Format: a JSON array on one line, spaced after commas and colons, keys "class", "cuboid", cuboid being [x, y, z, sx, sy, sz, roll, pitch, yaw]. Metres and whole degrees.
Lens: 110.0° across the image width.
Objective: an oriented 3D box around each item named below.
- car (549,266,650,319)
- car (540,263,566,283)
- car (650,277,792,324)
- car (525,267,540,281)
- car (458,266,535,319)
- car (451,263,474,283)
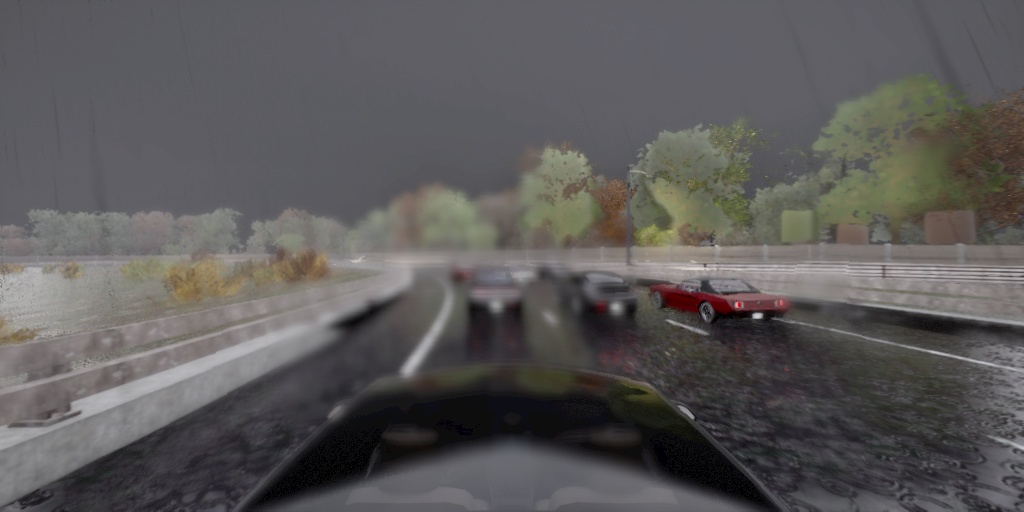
[{"class": "car", "cuboid": [2.834, 1.278, 12.904, 1.837, 1.490, 4.892, 0, 0, -6]}, {"class": "car", "cuboid": [3.352, 1.320, 29.308, 2.128, 1.511, 4.902, 0, 0, -15]}, {"class": "car", "cuboid": [6.456, 1.349, 11.929, 1.895, 1.301, 4.718, 0, 0, -5]}, {"class": "car", "cuboid": [0.270, 1.440, 27.284, 1.895, 1.301, 4.718, 0, 0, -14]}, {"class": "car", "cuboid": [-0.693, 1.286, 13.058, 2.128, 1.511, 4.902, 0, 0, -6]}, {"class": "car", "cuboid": [-3.930, 1.349, 29.522, 1.882, 1.535, 5.008, 0, 0, -15]}]
